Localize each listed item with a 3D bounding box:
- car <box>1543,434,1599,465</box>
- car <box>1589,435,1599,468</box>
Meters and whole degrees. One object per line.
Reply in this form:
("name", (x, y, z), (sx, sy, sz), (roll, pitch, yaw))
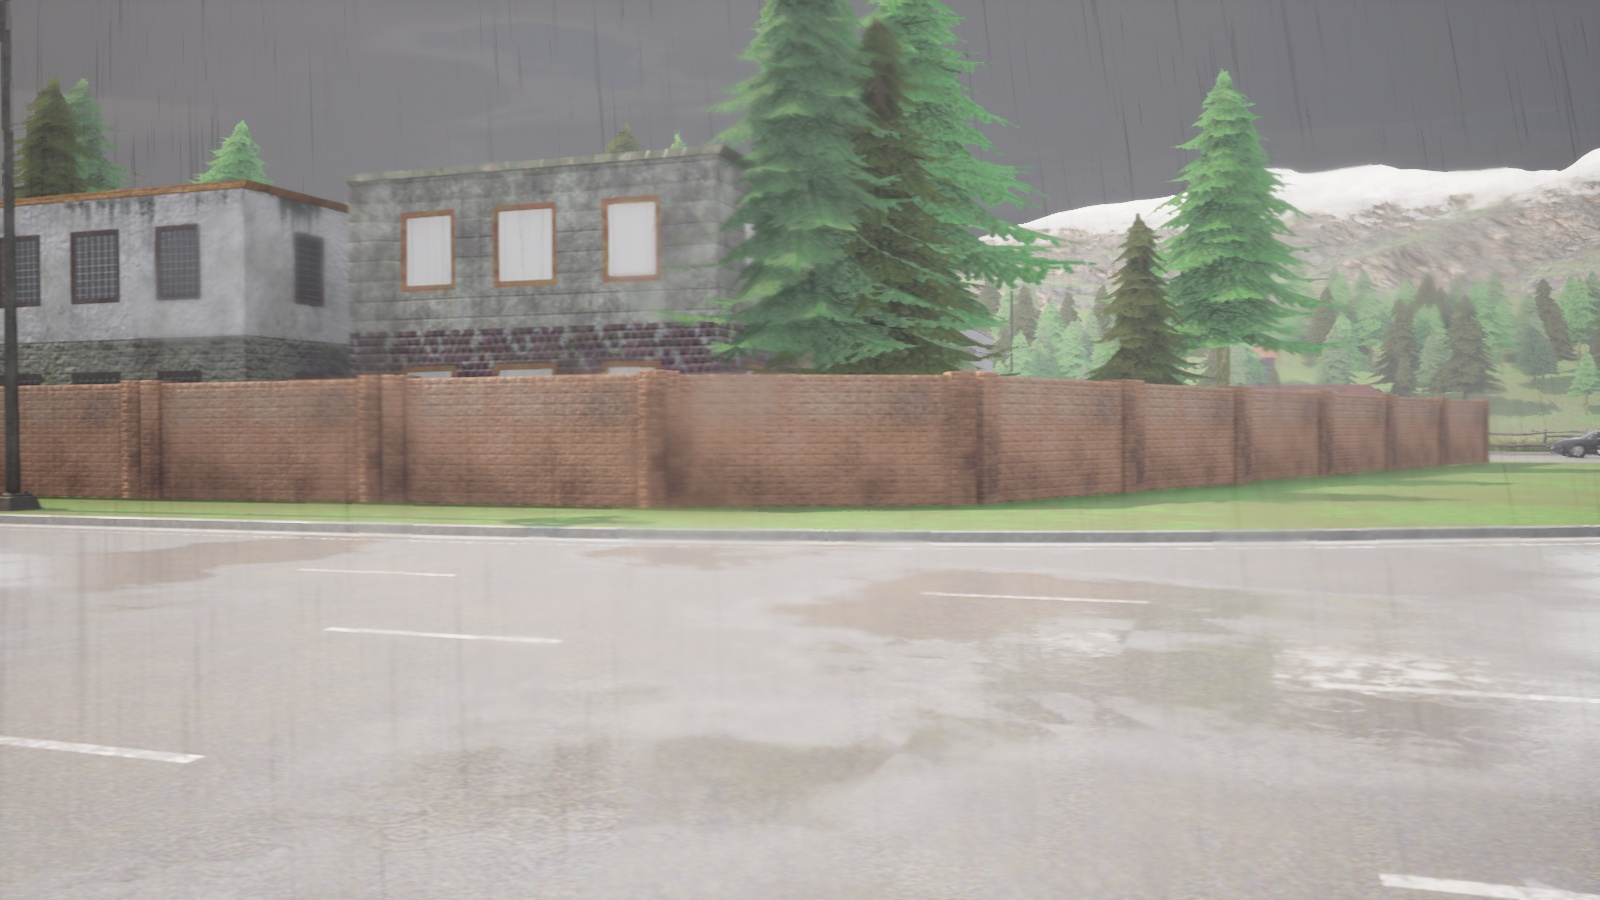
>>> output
("car", (40.351, -0.027, 63.090), (4.892, 1.490, 1.837), (1, 1, 19))
("car", (38.133, 0.080, 56.451), (4.193, 1.474, 1.816), (1, 1, 19))
